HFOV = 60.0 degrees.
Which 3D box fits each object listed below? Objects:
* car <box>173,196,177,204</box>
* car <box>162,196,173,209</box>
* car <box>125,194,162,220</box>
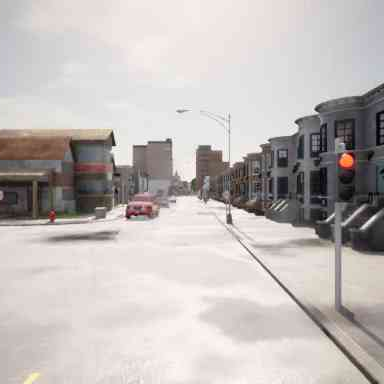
[{"bbox_3d":[-3.991,1.547,66.548,2.033,1.411,5.357,0,0,0],"label":"car"},{"bbox_3d":[-4.096,1.506,45.707,1.837,1.490,4.892,0,0,0],"label":"car"},{"bbox_3d":[-4.176,1.221,28.684,2.150,2.045,5.566,0,0,2],"label":"car"}]
